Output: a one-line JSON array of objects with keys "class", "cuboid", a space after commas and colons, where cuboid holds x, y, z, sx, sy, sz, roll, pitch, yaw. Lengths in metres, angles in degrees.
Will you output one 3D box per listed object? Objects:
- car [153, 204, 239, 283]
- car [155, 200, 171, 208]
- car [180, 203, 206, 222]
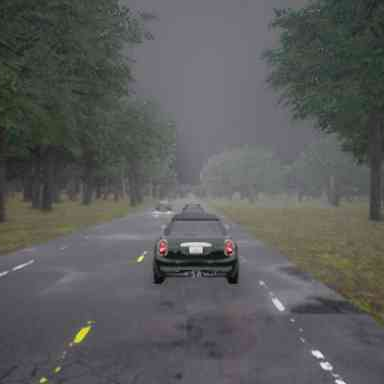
[{"class": "car", "cuboid": [0.095, 1.389, 9.914, 2.097, 1.767, 4.553, 0, 0, 0]}, {"class": "car", "cuboid": [-3.587, 1.744, 42.688, 1.812, 1.442, 4.674, 0, -1, 0]}, {"class": "car", "cuboid": [0.077, 1.683, 28.036, 1.994, 1.385, 4.181, 0, 0, 0]}]
